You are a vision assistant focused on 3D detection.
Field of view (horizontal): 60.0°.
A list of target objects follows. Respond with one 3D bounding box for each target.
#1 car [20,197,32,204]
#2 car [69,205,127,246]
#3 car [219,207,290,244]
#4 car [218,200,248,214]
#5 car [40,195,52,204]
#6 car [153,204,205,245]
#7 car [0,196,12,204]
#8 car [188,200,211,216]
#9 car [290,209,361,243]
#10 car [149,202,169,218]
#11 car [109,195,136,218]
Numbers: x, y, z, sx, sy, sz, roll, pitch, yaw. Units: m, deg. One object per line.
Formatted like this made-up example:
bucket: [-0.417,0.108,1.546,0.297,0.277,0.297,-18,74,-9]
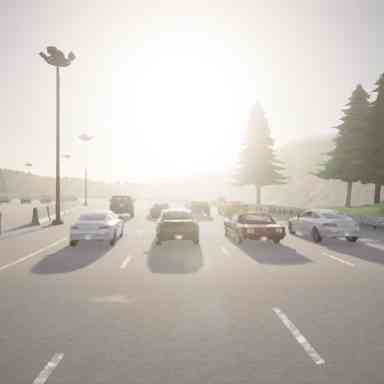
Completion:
car: [-31.821,1.584,63.906,1.895,1.301,4.718,0,0,-24]
car: [-4.225,1.530,15.119,1.812,1.442,4.674,0,0,-5]
car: [2.742,1.614,15.803,1.895,1.301,4.718,0,0,-5]
car: [3.924,1.482,32.407,1.882,1.535,5.008,0,0,-11]
car: [-28.713,1.339,65.522,2.097,1.767,4.553,0,0,-24]
car: [-0.740,1.514,15.446,1.837,1.490,4.892,0,0,-5]
car: [-34.966,1.494,62.372,1.837,1.490,4.892,0,0,-24]
car: [0.486,1.514,31.755,1.837,1.490,4.892,0,0,-11]
car: [6.229,1.530,16.100,1.812,1.442,4.674,0,0,-5]
car: [-2.953,1.570,31.104,1.994,1.385,4.181,0,0,-11]
car: [-6.398,1.255,30.482,2.150,2.045,5.566,0,0,-11]
